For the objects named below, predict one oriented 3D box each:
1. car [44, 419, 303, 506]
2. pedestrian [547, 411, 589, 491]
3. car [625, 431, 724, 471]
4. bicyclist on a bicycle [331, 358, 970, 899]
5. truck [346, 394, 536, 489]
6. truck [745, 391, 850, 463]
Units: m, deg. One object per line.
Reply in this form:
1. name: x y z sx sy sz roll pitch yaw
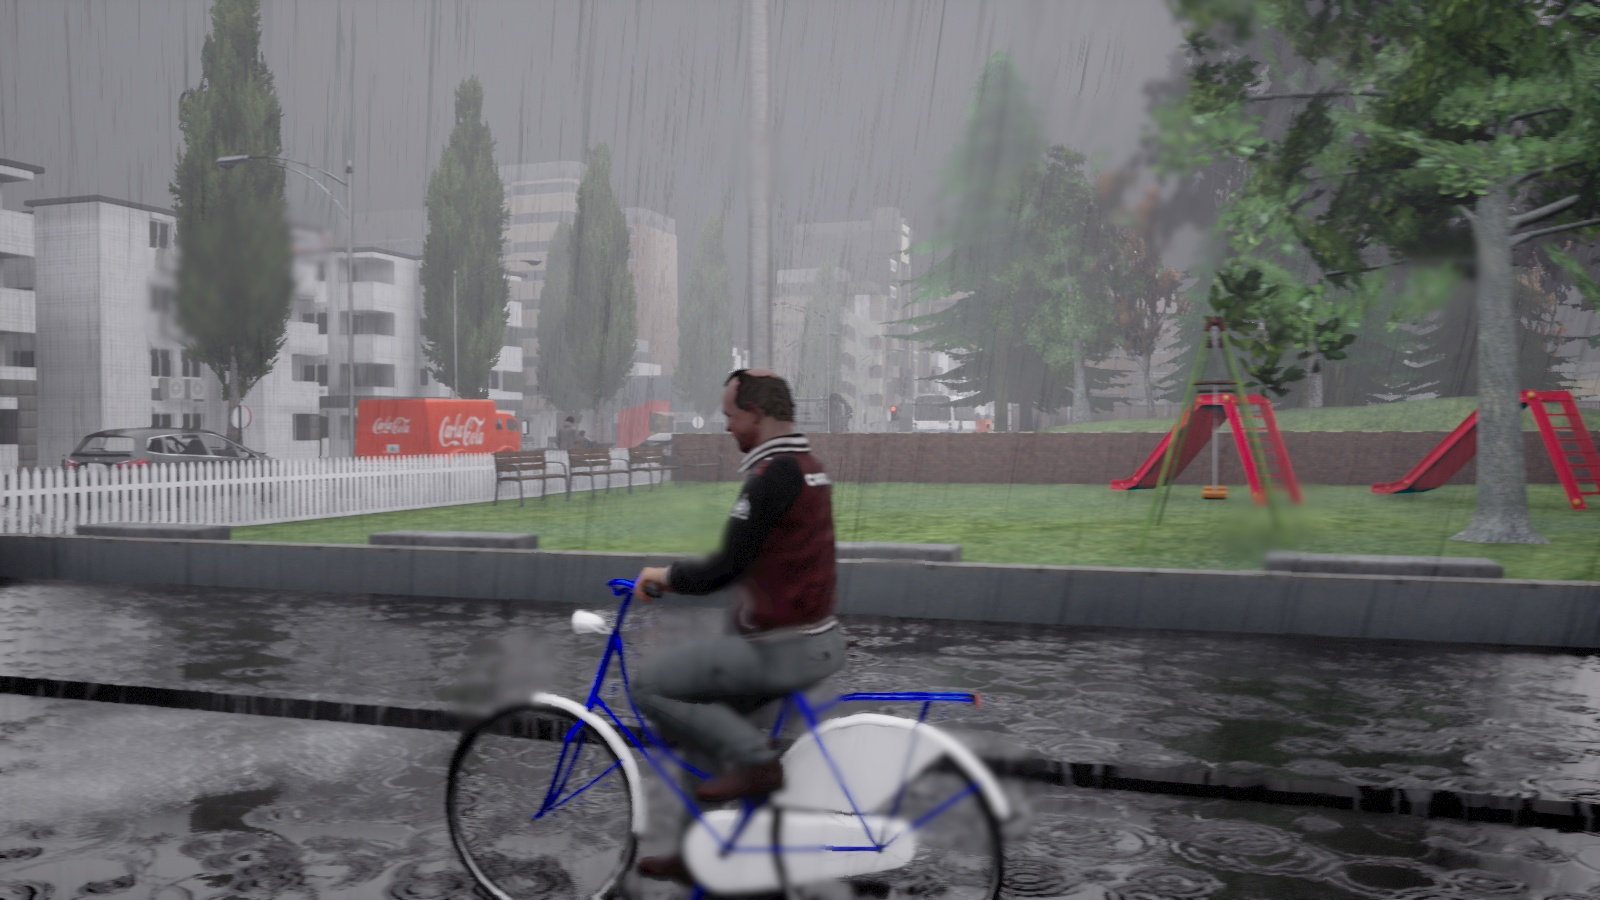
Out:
1. car: -12.989 0.199 26.419 2.242 1.667 4.611 1 1 19
2. pedestrian: -5.764 0.015 31.182 0.659 1.952 0.873 1 1 22
3. car: -4.932 0.005 50.159 2.163 1.488 4.792 1 1 19
4. bicyclist on a bicycle: -0.461 0.633 3.874 1.843 1.776 0.659 1 1 19
5. truck: -9.948 -0.264 35.348 2.627 2.467 5.204 1 1 19
6. truck: 0.007 -1.193 64.820 2.891 3.462 7.936 1 1 20
